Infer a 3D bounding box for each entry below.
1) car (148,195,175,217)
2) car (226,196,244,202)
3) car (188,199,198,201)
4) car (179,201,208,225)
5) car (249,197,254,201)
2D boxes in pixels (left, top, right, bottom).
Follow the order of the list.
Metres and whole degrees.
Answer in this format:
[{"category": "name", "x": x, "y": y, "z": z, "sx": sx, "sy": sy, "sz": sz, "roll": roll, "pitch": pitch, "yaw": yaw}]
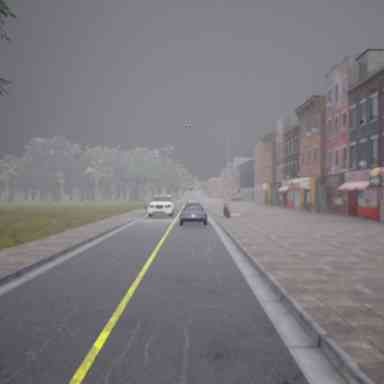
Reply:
[{"category": "car", "x": -2.844, "y": 1.275, "z": 31.704, "sx": 2.150, "sy": 2.045, "sz": 5.566, "roll": 0, "pitch": 0, "yaw": 0}, {"category": "car", "x": 10.444, "y": 1.655, "z": 81.023, "sx": 4.403, "sy": 1.369, "sz": 2.008, "roll": -1, "pitch": 1, "yaw": 0}, {"category": "car", "x": 0.095, "y": 1.622, "z": 42.886, "sx": 1.812, "sy": 1.442, "sz": 4.674, "roll": 0, "pitch": 0, "yaw": 0}, {"category": "car", "x": 0.105, "y": 1.588, "z": 24.546, "sx": 1.994, "sy": 1.385, "sz": 4.181, "roll": 0, "pitch": 0, "yaw": 0}, {"category": "car", "x": 15.975, "y": 1.566, "z": 81.021, "sx": 4.206, "sy": 1.307, "sz": 1.802, "roll": -1, "pitch": 1, "yaw": 0}]
